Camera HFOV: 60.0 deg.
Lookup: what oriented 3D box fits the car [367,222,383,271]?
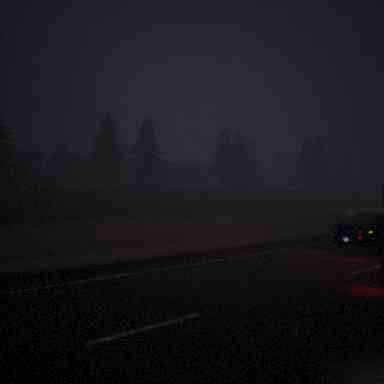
[{"bbox_3d":[7.194,1.544,8.962,5.357,1.411,2.033,0,0,-35],"label":"car"}]

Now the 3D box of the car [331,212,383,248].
[{"bbox_3d":[7.502,1.521,13.451,4.674,1.442,1.812,0,0,-35],"label":"car"}]
